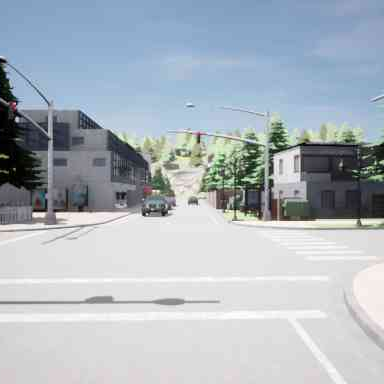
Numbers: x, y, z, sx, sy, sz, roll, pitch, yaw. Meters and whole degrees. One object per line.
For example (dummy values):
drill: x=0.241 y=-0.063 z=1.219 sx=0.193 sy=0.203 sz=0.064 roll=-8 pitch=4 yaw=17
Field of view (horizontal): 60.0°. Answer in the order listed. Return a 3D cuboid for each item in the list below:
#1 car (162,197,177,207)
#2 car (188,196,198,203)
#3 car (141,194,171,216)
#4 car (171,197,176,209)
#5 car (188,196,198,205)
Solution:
car: x=-3.496 y=1.525 z=53.006 sx=2.128 sy=1.511 sz=4.902 roll=0 pitch=0 yaw=0
car: x=0.206 y=1.592 z=69.966 sx=2.033 sy=1.411 sz=5.357 roll=0 pitch=0 yaw=0
car: x=-3.548 y=1.242 z=32.689 sx=2.150 sy=2.045 sz=5.566 roll=0 pitch=0 yaw=0
car: x=-3.529 y=1.519 z=42.739 sx=2.128 sy=1.511 sz=4.902 roll=0 pitch=0 yaw=0
car: x=0.197 y=1.543 z=59.545 sx=1.837 sy=1.490 sz=4.892 roll=0 pitch=0 yaw=0
